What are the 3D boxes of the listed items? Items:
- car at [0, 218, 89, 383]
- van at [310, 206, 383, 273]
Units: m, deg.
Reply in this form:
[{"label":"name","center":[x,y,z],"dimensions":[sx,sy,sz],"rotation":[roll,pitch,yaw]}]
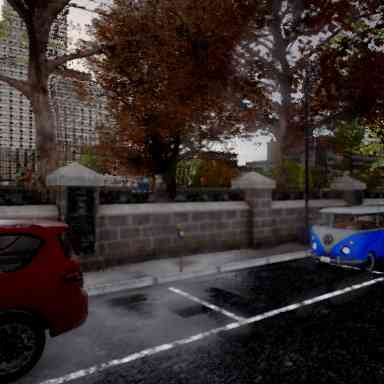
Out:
[{"label":"car","center":[-3.776,1.315,3.867],"dimensions":[5.009,1.841,2.192],"rotation":[0,0,-35]},{"label":"van","center":[5.391,1.341,10.405],"dimensions":[3.998,1.788,1.690],"rotation":[0,0,-35]}]
